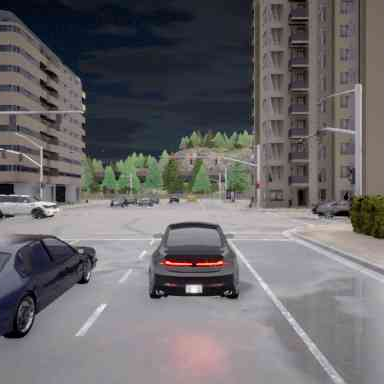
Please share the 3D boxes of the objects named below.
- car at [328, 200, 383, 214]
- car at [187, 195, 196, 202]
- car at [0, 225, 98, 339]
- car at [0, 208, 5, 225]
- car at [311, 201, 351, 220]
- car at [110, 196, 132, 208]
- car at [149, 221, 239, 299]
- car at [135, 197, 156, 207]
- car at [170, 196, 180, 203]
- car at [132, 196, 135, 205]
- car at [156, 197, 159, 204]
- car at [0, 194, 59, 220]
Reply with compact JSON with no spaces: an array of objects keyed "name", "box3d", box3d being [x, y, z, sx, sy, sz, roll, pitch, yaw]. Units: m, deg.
[{"name":"car","box3d":[17.285,1.547,34.580,5.357,1.411,2.033,0,0,0]},{"name":"car","box3d":[-0.125,1.478,73.854,1.882,1.535,5.008,0,0,0]},{"name":"car","box3d":[-3.461,1.547,6.516,2.033,1.411,5.357,0,0,0]},{"name":"car","box3d":[-10.369,1.601,14.277,1.895,1.301,4.718,0,0,-1]},{"name":"car","box3d":[12.357,1.491,27.422,4.902,1.511,2.128,0,0,0]},{"name":"car","box3d":[-10.681,1.491,49.016,2.128,1.511,4.902,0,0,0]},{"name":"car","box3d":[0.049,1.505,8.445,1.837,1.490,4.892,0,0,0]},{"name":"car","box3d":[-7.183,1.526,51.982,1.812,1.442,4.674,0,0,-1]},{"name":"car","box3d":[-3.523,1.504,67.952,1.837,1.490,4.892,0,0,0]},{"name":"car","box3d":[-10.675,1.505,58.290,1.837,1.490,4.892,0,0,0]},{"name":"car","box3d":[-7.174,1.564,61.895,1.994,1.385,4.181,0,0,0]},{"name":"car","box3d":[-14.068,1.224,27.642,5.566,2.045,2.150,0,0,1]}]
